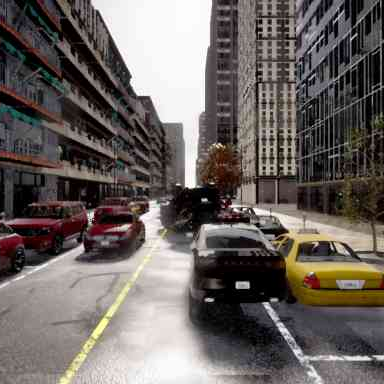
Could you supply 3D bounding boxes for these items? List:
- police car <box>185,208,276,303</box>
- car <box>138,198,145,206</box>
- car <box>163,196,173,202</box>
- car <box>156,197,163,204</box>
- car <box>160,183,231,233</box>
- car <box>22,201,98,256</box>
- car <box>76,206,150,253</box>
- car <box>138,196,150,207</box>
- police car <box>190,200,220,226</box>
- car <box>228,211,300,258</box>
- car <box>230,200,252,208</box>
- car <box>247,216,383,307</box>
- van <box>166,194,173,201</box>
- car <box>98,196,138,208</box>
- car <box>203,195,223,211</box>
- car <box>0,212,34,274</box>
[{"bbox_3d":[0.881,1.429,8.406,1.930,1.638,5.238,0,0,0],"label":"police car"},{"bbox_3d":[-5.752,1.549,30.237,1.752,1.417,4.829,0,0,0],"label":"car"},{"bbox_3d":[-5.866,1.739,81.374,1.947,1.339,4.313,0,0,0],"label":"car"},{"bbox_3d":[-5.829,1.677,64.385,1.947,1.339,4.313,0,0,0],"label":"car"},{"bbox_3d":[-0.191,1.208,18.348,2.150,2.045,5.566,-2,-19,-19],"label":"car"},{"bbox_3d":[-5.713,1.322,13.417,2.192,1.841,5.009,0,0,0],"label":"car"},{"bbox_3d":[-3.031,1.533,13.895,1.812,1.442,4.674,0,0,0],"label":"car"},{"bbox_3d":[-5.764,1.348,36.070,2.192,1.841,5.009,0,0,0],"label":"car"},{"bbox_3d":[0.846,1.441,24.405,1.930,1.638,5.238,0,0,0],"label":"police car"},{"bbox_3d":[2.665,1.573,13.435,1.947,1.339,4.313,0,0,0],"label":"car"},{"bbox_3d":[2.653,1.451,19.098,1.967,1.590,4.097,0,0,0],"label":"car"},{"bbox_3d":[2.677,1.528,7.941,1.752,1.417,4.829,0,0,0],"label":"car"},{"bbox_3d":[-5.879,1.539,87.040,1.690,1.788,3.998,0,0,0],"label":"van"},{"bbox_3d":[-5.739,1.331,24.742,2.192,1.841,5.009,0,0,0],"label":"car"},{"bbox_3d":[2.603,1.360,41.750,2.192,1.841,5.009,0,0,0],"label":"car"},{"bbox_3d":[-5.702,1.443,7.753,1.967,1.590,4.097,0,0,0],"label":"car"}]
